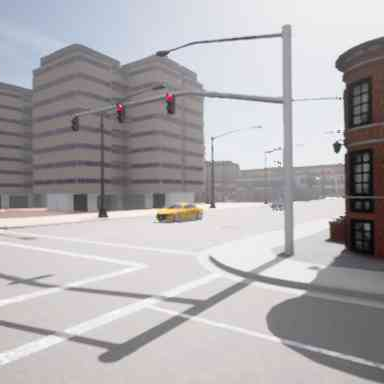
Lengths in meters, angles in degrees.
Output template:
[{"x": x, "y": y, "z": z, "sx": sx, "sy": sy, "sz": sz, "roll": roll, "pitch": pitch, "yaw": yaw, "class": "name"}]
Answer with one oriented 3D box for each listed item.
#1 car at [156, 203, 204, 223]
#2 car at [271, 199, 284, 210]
[{"x": -0.964, "y": 1.675, "z": 27.817, "sx": 1.882, "sy": 1.535, "sz": 5.008, "roll": -1, "pitch": 0, "yaw": 35, "class": "car"}, {"x": 12.842, "y": 1.705, "z": 47.210, "sx": 1.837, "sy": 1.490, "sz": 4.892, "roll": -1, "pitch": -1, "yaw": 36, "class": "car"}]
